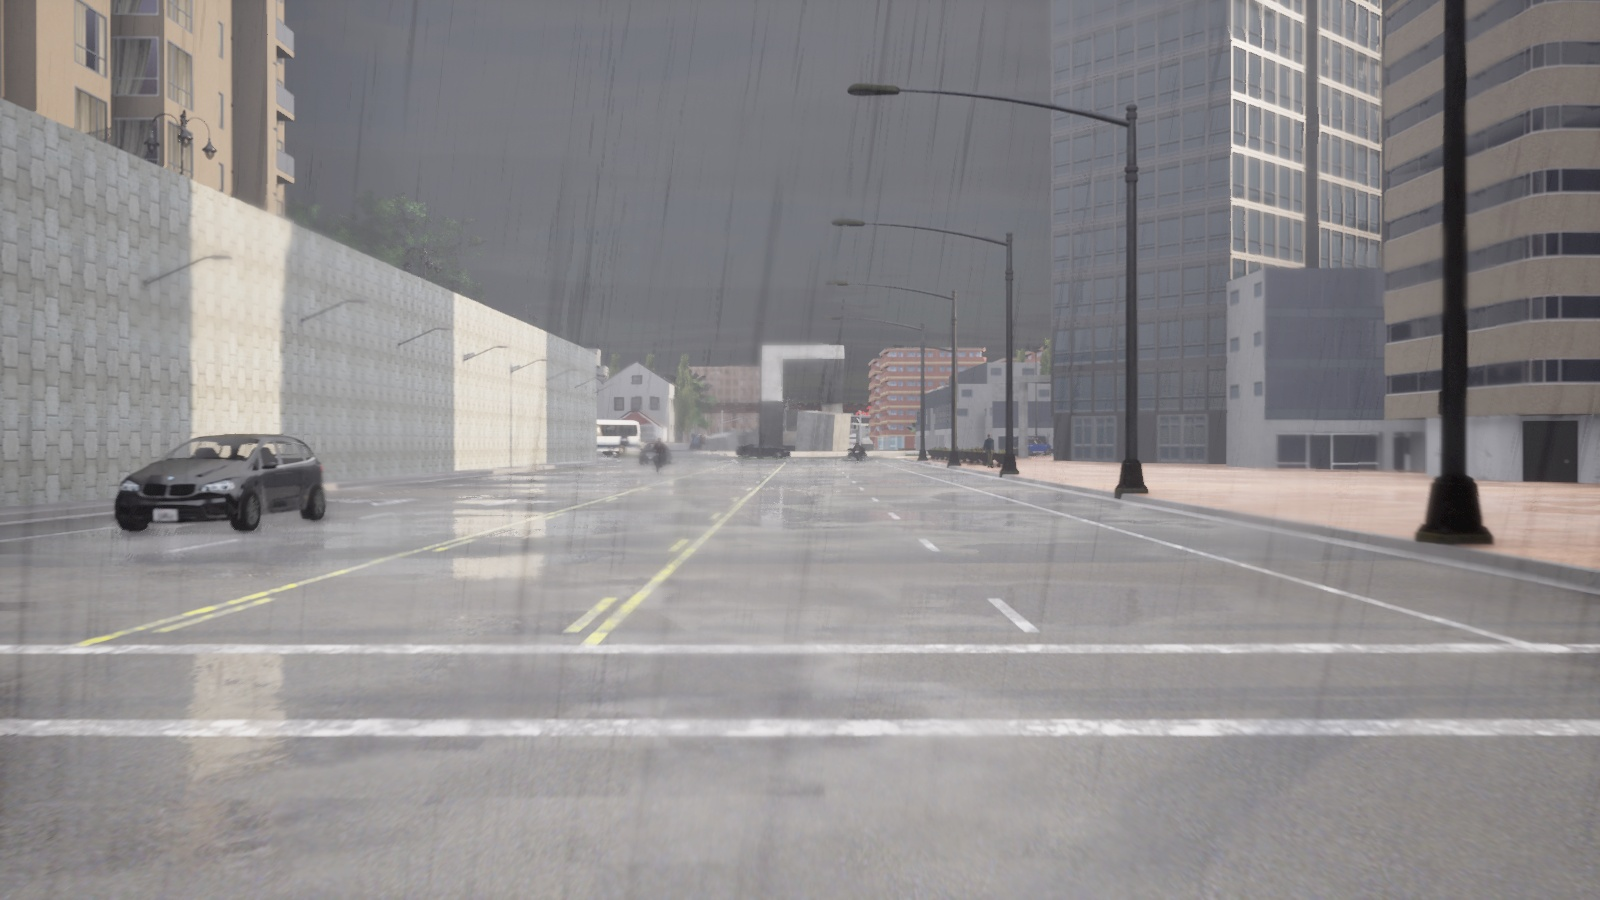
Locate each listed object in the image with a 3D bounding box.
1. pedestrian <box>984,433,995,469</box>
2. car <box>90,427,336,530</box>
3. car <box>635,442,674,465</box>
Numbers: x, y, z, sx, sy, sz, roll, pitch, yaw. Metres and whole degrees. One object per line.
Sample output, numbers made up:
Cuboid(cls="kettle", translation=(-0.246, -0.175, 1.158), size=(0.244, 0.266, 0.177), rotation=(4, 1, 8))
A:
Cuboid(cls="pedestrian", translation=(9.844, 0.042, 65.161), size=(0.402, 1.842, 0.726), rotation=(0, 0, -4))
Cuboid(cls="car", translation=(-10.356, 0.455, 22.634), size=(2.242, 1.667, 4.611), rotation=(0, 0, 0))
Cuboid(cls="car", translation=(-9.985, 0.207, 86.598), size=(2.128, 1.511, 4.902), rotation=(0, 0, 0))
